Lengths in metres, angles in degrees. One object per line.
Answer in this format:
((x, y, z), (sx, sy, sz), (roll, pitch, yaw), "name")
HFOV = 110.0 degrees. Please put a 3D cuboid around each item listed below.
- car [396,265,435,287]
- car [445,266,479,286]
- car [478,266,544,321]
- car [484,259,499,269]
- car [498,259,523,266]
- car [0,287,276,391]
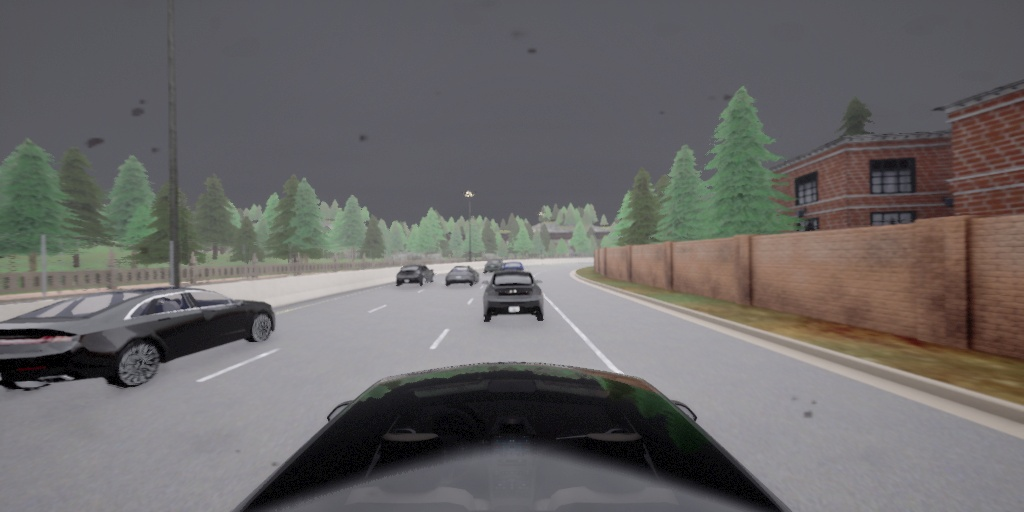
((-7.010, 1.392, 26.405), (1.837, 1.490, 4.892), (-1, 1, 1), "car")
((-3.521, 1.388, 25.964), (1.994, 1.385, 4.181), (-1, 0, 1), "car")
((0.024, 1.259, 12.489), (1.837, 1.490, 4.892), (-1, 0, -1), "car")
((-1.788, 1.151, 42.196), (2.097, 1.767, 4.553), (-1, 0, 10), "car")
((0.182, 1.238, 30.735), (1.882, 1.535, 5.008), (-1, 0, 3), "car")
((-6.899, 1.366, 7.136), (2.128, 1.511, 4.902), (-1, 0, -1), "car")
